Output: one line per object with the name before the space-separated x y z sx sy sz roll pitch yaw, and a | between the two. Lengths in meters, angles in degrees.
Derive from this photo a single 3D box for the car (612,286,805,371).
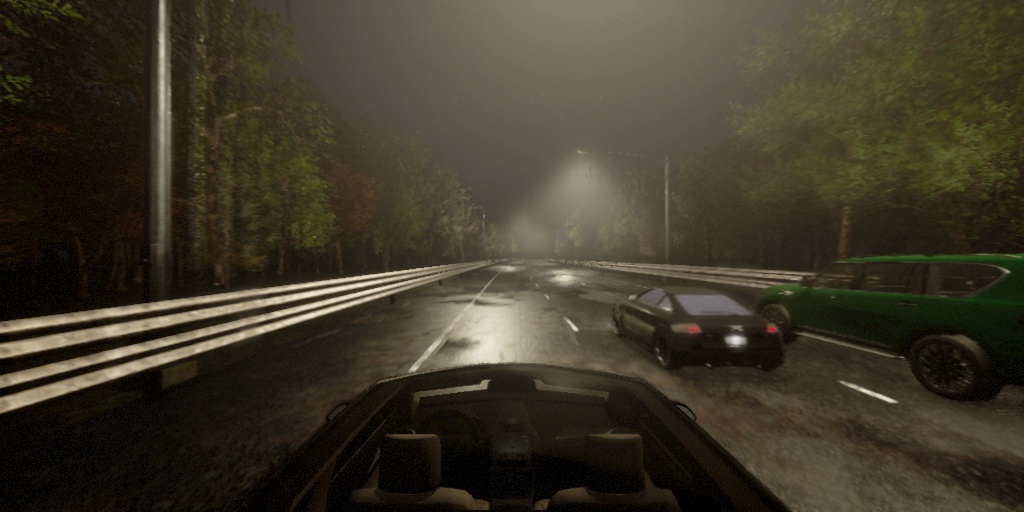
car | 3.602 1.331 7.772 1.994 1.385 4.181 0 0 0

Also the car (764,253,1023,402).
car | 7.101 0.985 6.551 2.150 2.045 5.566 0 0 0
